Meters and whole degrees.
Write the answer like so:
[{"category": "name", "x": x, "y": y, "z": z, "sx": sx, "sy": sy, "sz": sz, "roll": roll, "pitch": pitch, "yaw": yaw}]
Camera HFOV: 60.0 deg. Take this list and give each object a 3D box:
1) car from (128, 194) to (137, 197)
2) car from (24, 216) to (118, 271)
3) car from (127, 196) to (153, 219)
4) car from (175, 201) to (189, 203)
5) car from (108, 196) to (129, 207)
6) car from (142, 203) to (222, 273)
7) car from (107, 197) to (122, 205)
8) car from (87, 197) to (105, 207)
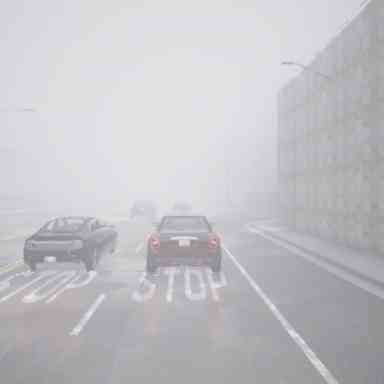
[{"category": "car", "x": -12.811, "y": 1.545, "z": 70.938, "sx": 2.150, "sy": 2.045, "sz": 5.566, "roll": 0, "pitch": 0, "yaw": -2}, {"category": "car", "x": -3.767, "y": 1.546, "z": 11.112, "sx": 2.128, "sy": 1.511, "sz": 4.902, "roll": 0, "pitch": 0, "yaw": -2}, {"category": "car", "x": -4.403, "y": 1.491, "z": 30.984, "sx": 2.097, "sy": 1.767, "sz": 4.553, "roll": 0, "pitch": 0, "yaw": -2}, {"category": "car", "x": -0.959, "y": 1.620, "z": 32.937, "sx": 1.882, "sy": 1.535, "sz": 5.008, "roll": 0, "pitch": 0, "yaw": -2}, {"category": "car", "x": -12.369, "y": 1.759, "z": 55.591, "sx": 1.837, "sy": 1.490, "sz": 4.892, "roll": 0, "pitch": 0, "yaw": -1}, {"category": "car", "x": -0.263, "y": 1.400, "z": 11.038, "sx": 2.097, "sy": 1.767, "sz": 4.553, "roll": 0, "pitch": 0, "yaw": -2}, {"category": "car", "x": -16.293, "y": 1.863, "z": 70.331, "sx": 2.033, "sy": 1.411, "sz": 5.357, "roll": 0, "pitch": 0, "yaw": -2}, {"category": "car", "x": -15.857, "y": 1.611, "z": 55.132, "sx": 2.097, "sy": 1.767, "sz": 4.553, "roll": 0, "pitch": 0, "yaw": -1}]
